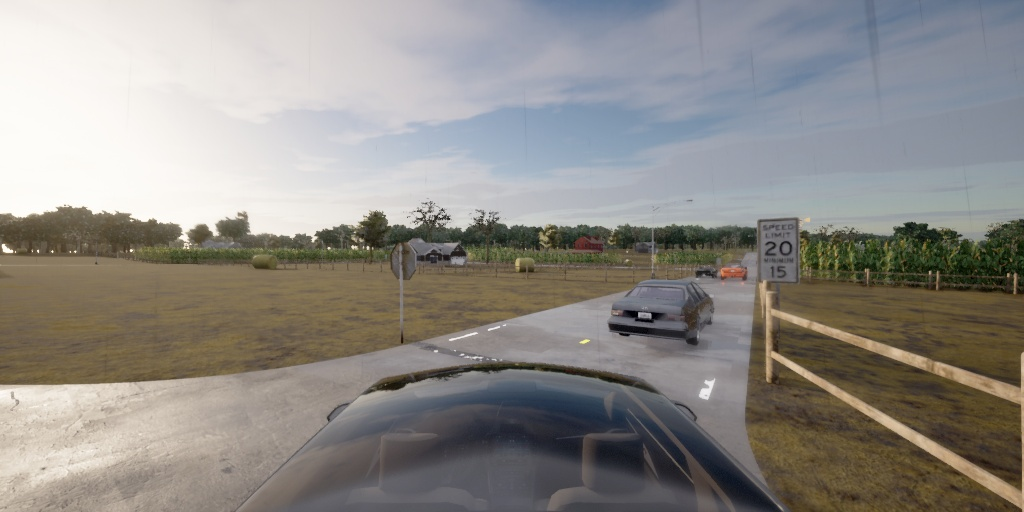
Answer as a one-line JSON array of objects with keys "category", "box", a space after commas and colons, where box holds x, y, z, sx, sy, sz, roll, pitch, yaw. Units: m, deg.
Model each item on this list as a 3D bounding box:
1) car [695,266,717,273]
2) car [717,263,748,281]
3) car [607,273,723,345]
[{"category": "car", "box": [21.912, 1.797, 40.374, 1.895, 1.301, 4.718, 0, -1, 34]}, {"category": "car", "box": [22.291, 1.480, 35.966, 2.097, 1.767, 4.553, 0, -1, 35]}, {"category": "car", "box": [4.280, 1.340, 9.802, 2.033, 1.411, 5.357, 0, 0, 34]}]
